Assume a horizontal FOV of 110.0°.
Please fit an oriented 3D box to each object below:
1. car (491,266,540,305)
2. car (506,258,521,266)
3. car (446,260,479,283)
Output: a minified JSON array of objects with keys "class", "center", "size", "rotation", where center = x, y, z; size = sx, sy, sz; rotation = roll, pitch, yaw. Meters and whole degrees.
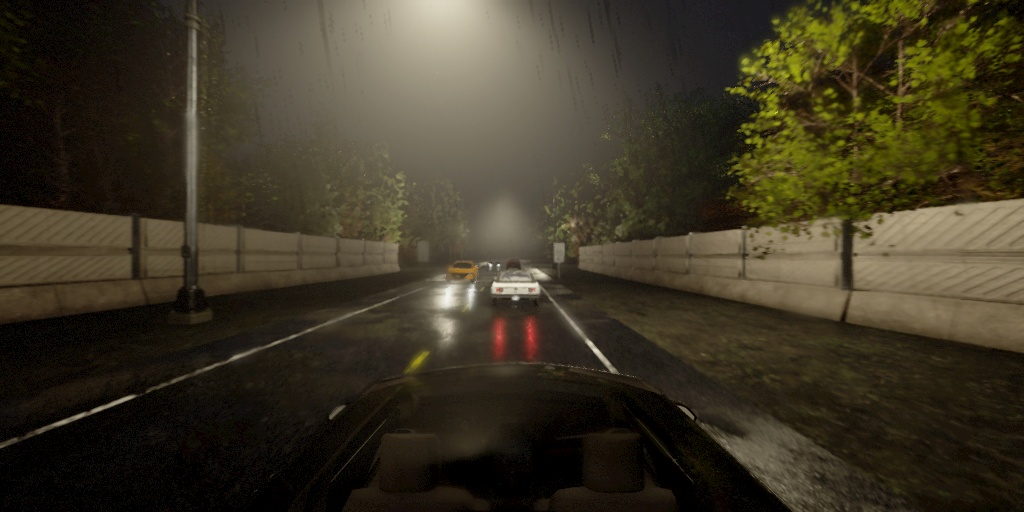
[{"class":"car","center":[0.147,1.293,15.641],"size":[1.895,1.301,4.718],"rotation":[0,0,0]},{"class":"car","center":[0.202,1.008,48.698],"size":[1.882,1.535,5.008],"rotation":[0,1,1]},{"class":"car","center":[-3.507,1.087,26.162],"size":[1.882,1.535,5.008],"rotation":[1,0,0]}]
